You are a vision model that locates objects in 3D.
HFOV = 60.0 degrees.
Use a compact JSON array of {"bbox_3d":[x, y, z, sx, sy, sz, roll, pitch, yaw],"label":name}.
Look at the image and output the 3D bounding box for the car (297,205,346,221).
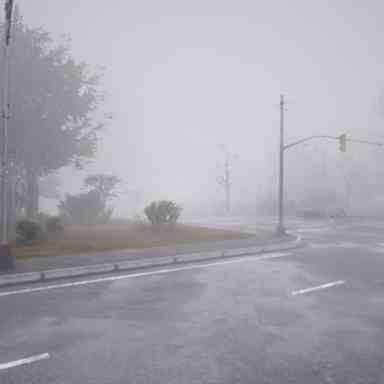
[{"bbox_3d":[12.527,2.014,32.591,2.128,1.511,4.902,1,-2,-33],"label":"car"}]
